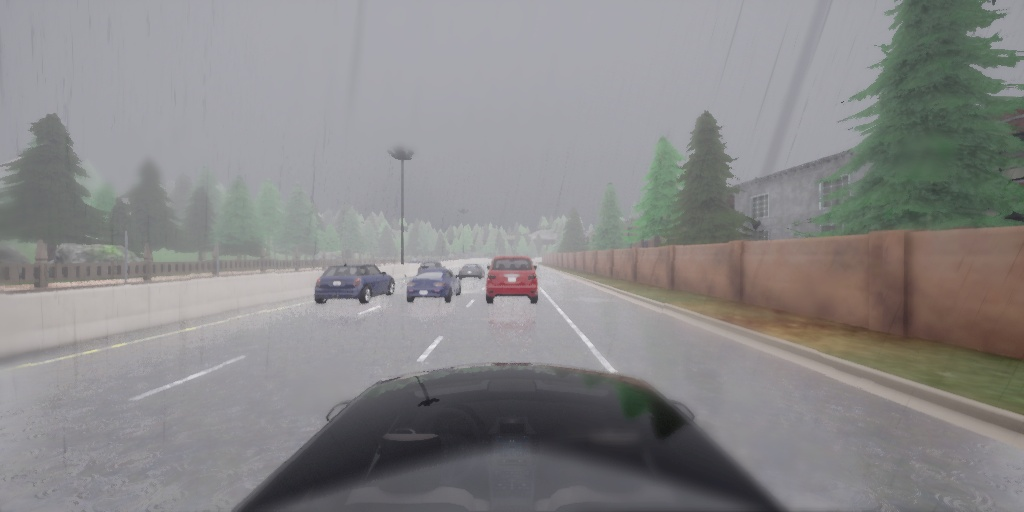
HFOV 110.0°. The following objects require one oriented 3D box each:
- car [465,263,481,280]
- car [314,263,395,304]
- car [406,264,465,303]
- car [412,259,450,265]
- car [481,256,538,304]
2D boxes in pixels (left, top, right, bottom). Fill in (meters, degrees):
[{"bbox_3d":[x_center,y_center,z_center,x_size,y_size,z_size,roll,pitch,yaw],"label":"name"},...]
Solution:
[{"bbox_3d":[-3.500,1.320,31.500,1.994,1.385,4.181,0,0,0],"label":"car"},{"bbox_3d":[-7.000,1.113,16.470,2.097,1.767,4.553,0,0,0],"label":"car"},{"bbox_3d":[-3.500,1.280,16.500,1.812,1.442,4.674,0,0,0],"label":"car"},{"bbox_3d":[-7.000,1.264,31.500,1.837,1.490,4.892,0,0,0],"label":"car"},{"bbox_3d":[0.000,1.005,16.530,2.150,2.045,5.566,0,0,0],"label":"car"}]
